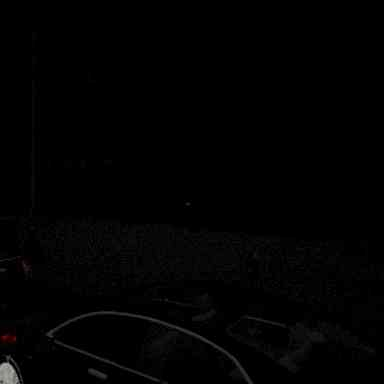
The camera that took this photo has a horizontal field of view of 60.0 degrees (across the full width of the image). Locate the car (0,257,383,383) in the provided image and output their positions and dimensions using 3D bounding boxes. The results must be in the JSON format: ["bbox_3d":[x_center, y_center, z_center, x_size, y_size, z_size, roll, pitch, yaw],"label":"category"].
[{"bbox_3d":[-0.231,1.548,3.127,4.403,1.369,2.008,0,0,35],"label":"car"}]

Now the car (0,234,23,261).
[{"bbox_3d":[-4.854,1.429,6.422,4.097,1.590,1.967,0,0,35],"label":"car"}]
